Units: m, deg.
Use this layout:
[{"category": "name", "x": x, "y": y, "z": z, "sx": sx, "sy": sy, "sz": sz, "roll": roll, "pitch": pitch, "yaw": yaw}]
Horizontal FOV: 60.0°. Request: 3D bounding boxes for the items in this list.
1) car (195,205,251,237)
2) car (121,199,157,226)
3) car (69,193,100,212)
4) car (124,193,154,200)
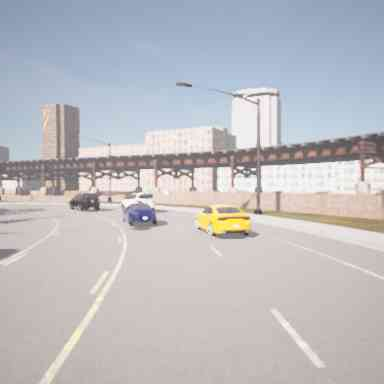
[{"category": "car", "x": 1.500, "y": 1.408, "z": 17.718, "sx": 1.882, "sy": 1.535, "sz": 5.008, "roll": 0, "pitch": 0, "yaw": -12}, {"category": "car", "x": -3.698, "y": 1.478, "z": 23.115, "sx": 1.812, "sy": 1.442, "sz": 4.674, "roll": -1, "pitch": 0, "yaw": -19}, {"category": "car", "x": -12.936, "y": 1.203, "z": 39.878, "sx": 2.150, "sy": 2.045, "sz": 5.566, "roll": -1, "pitch": 0, "yaw": -38}, {"category": "car", "x": -5.888, "y": 1.130, "z": 35.859, "sx": 2.150, "sy": 2.045, "sz": 5.566, "roll": -1, "pitch": 0, "yaw": -31}]
